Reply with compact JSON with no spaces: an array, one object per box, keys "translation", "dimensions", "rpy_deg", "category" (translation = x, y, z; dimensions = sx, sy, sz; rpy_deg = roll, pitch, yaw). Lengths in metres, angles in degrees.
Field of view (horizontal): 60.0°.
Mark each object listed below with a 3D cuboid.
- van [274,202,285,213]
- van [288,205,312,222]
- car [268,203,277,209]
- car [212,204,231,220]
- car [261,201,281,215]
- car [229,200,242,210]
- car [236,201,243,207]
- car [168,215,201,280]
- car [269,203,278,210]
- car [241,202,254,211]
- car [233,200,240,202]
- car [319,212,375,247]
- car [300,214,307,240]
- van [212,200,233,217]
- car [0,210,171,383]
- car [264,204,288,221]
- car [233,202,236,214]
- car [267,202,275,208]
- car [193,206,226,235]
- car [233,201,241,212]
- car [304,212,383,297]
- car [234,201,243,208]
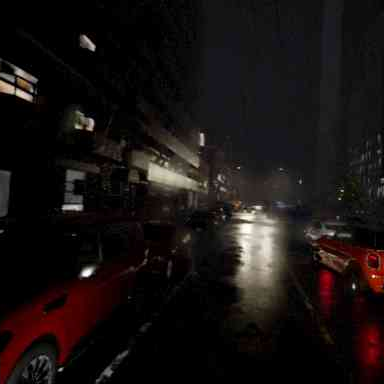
[{"translation":[16.758,2.904,63.677],"dimensions":[1.690,1.788,3.998],"rpy_deg":[4,-1,10],"category":"van"},{"translation":[11.945,2.352,36.253],"dimensions":[1.690,1.788,3.998],"rpy_deg":[4,0,10],"category":"van"},{"translation":[20.594,3.552,85.613],"dimensions":[1.887,1.381,4.507],"rpy_deg":[4,-1,10],"category":"car"},{"translation":[1.762,1.936,26.737],"dimensions":[2.008,1.369,4.403],"rpy_deg":[4,0,10],"category":"car"},{"translation":[11.572,2.363,49.722],"dimensions":[2.150,2.045,5.566],"rpy_deg":[3,-1,10],"category":"car"},{"translation":[8.517,2.472,65.132],"dimensions":[2.192,1.841,5.009],"rpy_deg":[4,0,10],"category":"car"},{"translation":[13.312,3.296,92.554],"dimensions":[1.802,1.307,4.206],"rpy_deg":[4,-1,10],"category":"car"},{"translation":[-1.125,1.600,10.282],"dimensions":[1.887,1.381,4.507],"rpy_deg":[4,0,10],"category":"car"},{"translation":[19.662,3.425,80.296],"dimensions":[1.752,1.417,4.829],"rpy_deg":[4,-1,10],"category":"car"},{"translation":[11.028,2.751,64.028],"dimensions":[1.882,1.535,5.008],"rpy_deg":[3,-1,10],"category":"car"},{"translation":[6.548,2.457,53.994],"dimensions":[1.752,1.417,4.829],"rpy_deg":[4,0,10],"category":"car"},{"translation":[9.050,2.121,19.797],"dimensions":[1.967,1.590,4.097],"rpy_deg":[4,0,10],"category":"car"},{"translation":[6.478,2.028,15.587],"dimensions":[1.812,1.442,4.674],"rpy_deg":[3,-1,10],"category":"car"},{"translation":[2.739,1.836,32.224],"dimensions":[1.690,1.788,3.998],"rpy_deg":[4,0,10],"category":"van"},{"translation":[-2.073,1.262,4.799],"dimensions":[2.192,1.841,5.009],"rpy_deg":[4,0,10],"category":"car"},{"translation":[9.512,2.430,37.879],"dimensions":[1.812,1.442,4.674],"rpy_deg":[3,-1,11],"category":"car"},{"translation":[3.661,2.127,37.539],"dimensions":[1.752,1.417,4.829],"rpy_deg":[4,0,10],"category":"car"},{"translation":[21.564,3.560,91.099],"dimensions":[1.967,1.590,4.097],"rpy_deg":[4,-1,10],"category":"car"},{"translation":[0.799,1.841,21.252],"dimensions":[1.947,1.339,4.313],"rpy_deg":[4,0,10],"category":"car"},{"translation":[5.613,2.376,48.675],"dimensions":[2.008,1.369,4.403],"rpy_deg":[4,0,10],"category":"car"},{"translation":[5.062,1.716,9.628],"dimensions":[2.097,1.767,4.553],"rpy_deg":[3,-1,4],"category":"car"},{"translation":[11.389,3.035,81.584],"dimensions":[1.887,1.381,4.507],"rpy_deg":[4,-1,10],"category":"car"}]
